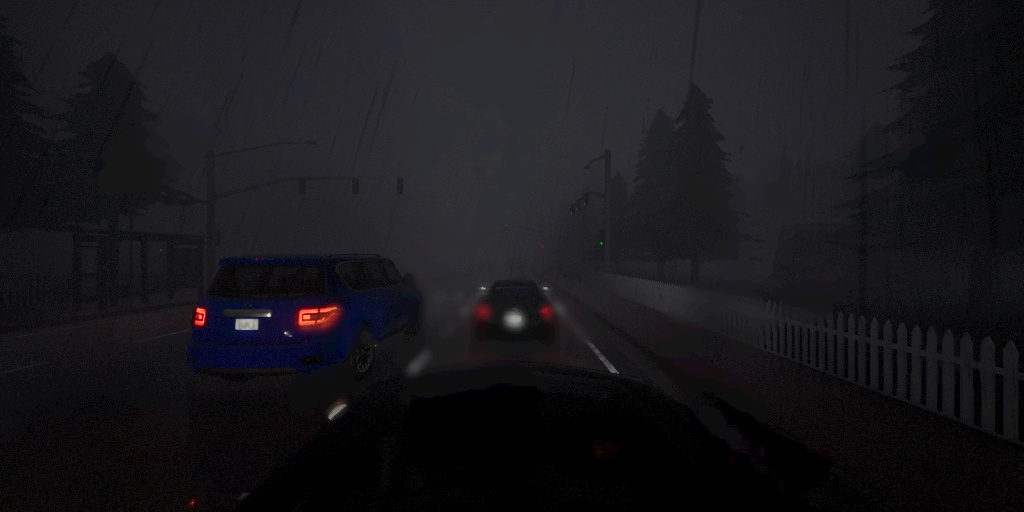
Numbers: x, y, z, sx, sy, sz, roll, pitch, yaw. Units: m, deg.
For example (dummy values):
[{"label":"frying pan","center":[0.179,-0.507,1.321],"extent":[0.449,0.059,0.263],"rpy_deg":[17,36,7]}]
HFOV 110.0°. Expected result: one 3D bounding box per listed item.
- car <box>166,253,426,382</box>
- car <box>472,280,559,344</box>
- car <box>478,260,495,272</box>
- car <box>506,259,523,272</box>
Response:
[{"label":"car","center":[-3.404,0.972,7.312],"extent":[2.150,2.045,5.566],"rpy_deg":[0,0,0]},{"label":"car","center":[0.089,1.314,9.592],"extent":[1.994,1.385,4.181],"rpy_deg":[0,0,1]},{"label":"car","center":[-3.224,1.242,45.592],"extent":[2.128,1.511,4.902],"rpy_deg":[0,0,1]},{"label":"car","center":[0.278,1.102,45.693],"extent":[2.097,1.767,4.553],"rpy_deg":[0,0,0]}]
